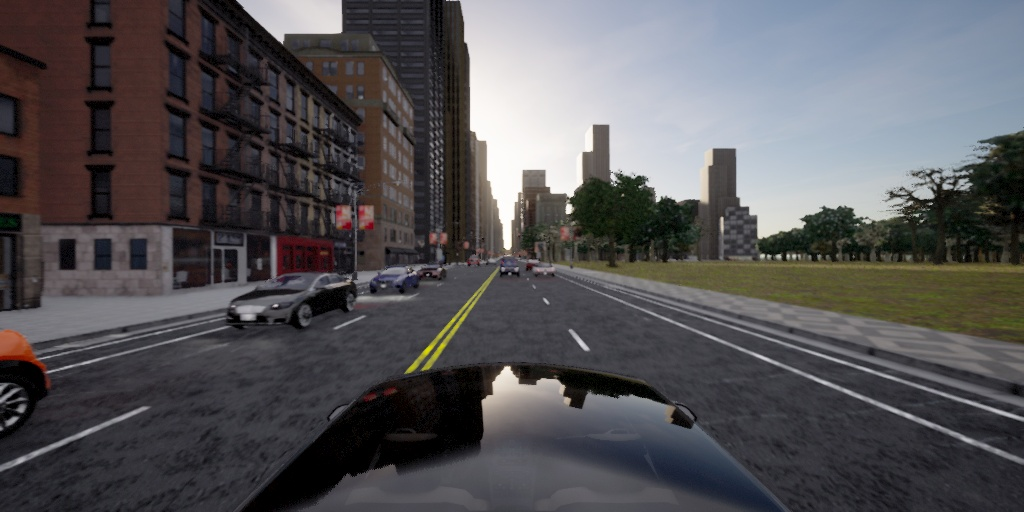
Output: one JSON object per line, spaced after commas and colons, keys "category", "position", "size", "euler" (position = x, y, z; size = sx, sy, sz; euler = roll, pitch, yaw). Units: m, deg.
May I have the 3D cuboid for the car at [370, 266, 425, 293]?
{"category": "car", "position": [-6.779, 1.313, 21.218], "size": [1.812, 1.442, 4.674], "euler": [0, 0, 0]}

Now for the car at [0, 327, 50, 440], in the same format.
{"category": "car", "position": [-6.586, 1.140, 2.255], "size": [2.097, 1.767, 4.553], "euler": [0, 0, -1]}

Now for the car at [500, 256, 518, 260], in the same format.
{"category": "car", "position": [-0.421, 0.975, 47.260], "size": [2.150, 2.045, 5.566], "euler": [0, 0, 0]}

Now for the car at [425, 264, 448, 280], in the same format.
{"category": "car", "position": [-6.847, 1.351, 31.126], "size": [1.994, 1.385, 4.181], "euler": [0, 0, 0]}

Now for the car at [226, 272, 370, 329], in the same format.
{"category": "car", "position": [-6.679, 1.279, 11.507], "size": [2.128, 1.511, 4.902], "euler": [0, 0, 0]}

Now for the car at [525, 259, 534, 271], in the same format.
{"category": "car", "position": [2.833, 1.209, 49.140], "size": [1.882, 1.535, 5.008], "euler": [0, 0, 0]}

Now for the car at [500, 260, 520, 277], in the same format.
{"category": "car", "position": [-0.217, 1.349, 34.804], "size": [1.895, 1.301, 4.718], "euler": [0, 0, -1]}

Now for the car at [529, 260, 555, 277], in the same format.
{"category": "car", "position": [3.027, 1.330, 35.099], "size": [1.895, 1.301, 4.718], "euler": [0, 0, -1]}
